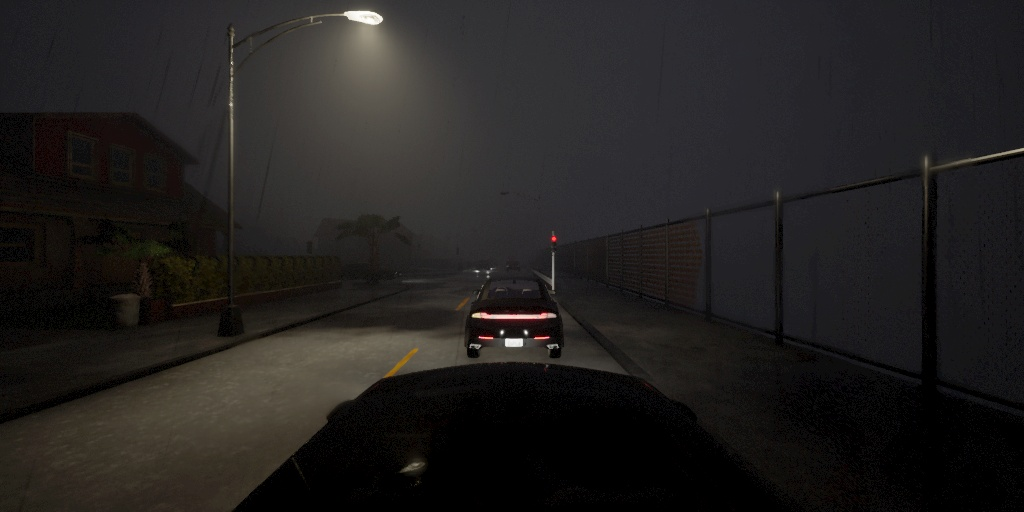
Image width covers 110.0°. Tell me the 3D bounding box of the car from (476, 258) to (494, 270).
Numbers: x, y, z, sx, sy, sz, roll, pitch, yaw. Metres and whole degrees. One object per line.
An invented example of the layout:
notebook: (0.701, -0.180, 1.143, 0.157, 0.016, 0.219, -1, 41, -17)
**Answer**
car: (-4.092, 1.255, 51.831, 1.837, 1.490, 4.892, 0, 0, 0)

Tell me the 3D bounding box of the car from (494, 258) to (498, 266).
car: (-4.072, 1.297, 61.697, 2.033, 1.411, 5.357, 0, 0, 0)

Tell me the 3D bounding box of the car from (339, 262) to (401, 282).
car: (-11.434, 1.256, 28.765, 4.892, 1.490, 1.837, 0, 0, -3)

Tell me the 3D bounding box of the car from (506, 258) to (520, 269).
car: (0.149, 1.297, 47.321, 2.033, 1.411, 5.357, 0, 0, 0)

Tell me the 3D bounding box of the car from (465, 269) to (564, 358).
car: (0.055, 1.242, 8.445, 2.128, 1.511, 4.902, 0, 0, 0)
